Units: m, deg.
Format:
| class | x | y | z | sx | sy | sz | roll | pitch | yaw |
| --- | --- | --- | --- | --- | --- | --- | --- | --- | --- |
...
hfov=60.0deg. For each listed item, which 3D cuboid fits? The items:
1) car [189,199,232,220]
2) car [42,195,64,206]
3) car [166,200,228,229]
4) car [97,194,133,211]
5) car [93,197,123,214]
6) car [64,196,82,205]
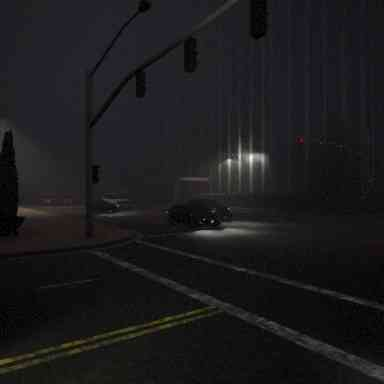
| class | x | y | z | sx | sy | sz | roll | pitch | yaw |
| --- | --- | --- | --- | --- | --- | --- | --- | --- | --- |
| car | 1.160 | 1.352 | 26.735 | 2.097 | 1.767 | 4.553 | 0 | 0 | -36 |
| car | -22.822 | 1.350 | 53.951 | 2.097 | 1.767 | 4.553 | 0 | 0 | -36 |
| car | -0.034 | 1.505 | 21.795 | 1.837 | 1.490 | 4.892 | 0 | 0 | -31 |
| car | -9.352 | 1.221 | 41.200 | 2.150 | 2.045 | 5.566 | 0 | 0 | -36 |
| car | -9.716 | 1.547 | 35.739 | 2.033 | 1.411 | 5.357 | 0 | 0 | -36 |
| car | -20.351 | 1.405 | 56.514 | 2.097 | 1.767 | 4.553 | 0 | 0 | -36 |
